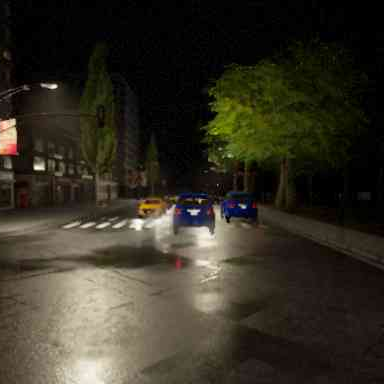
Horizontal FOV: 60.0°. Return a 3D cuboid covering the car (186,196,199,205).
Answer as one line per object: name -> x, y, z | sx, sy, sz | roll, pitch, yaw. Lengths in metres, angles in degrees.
car -> 0.110, 1.287, 52.460 | 1.895, 1.301, 4.718 | 0, 0, 0

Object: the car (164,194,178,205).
car -> -3.265, 1.162, 53.042 | 1.882, 1.535, 5.008 | 0, 0, 0

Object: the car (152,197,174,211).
car -> -3.314, 1.302, 38.790 | 2.033, 1.411, 5.357 | 0, 0, 0

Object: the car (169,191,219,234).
car -> 0.105, 1.101, 18.624 | 2.150, 2.045, 5.566 | 0, 0, 0

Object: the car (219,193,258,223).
car -> 3.355, 1.065, 24.283 | 2.150, 2.045, 5.566 | 0, 0, 0

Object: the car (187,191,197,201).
car -> 0.014, 0.848, 69.336 | 2.150, 2.045, 5.566 | 0, 0, 0

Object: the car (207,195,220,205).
car -> 3.360, 1.190, 52.742 | 1.837, 1.490, 4.892 | 0, 0, 0

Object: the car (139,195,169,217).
car -> -3.320, 1.292, 28.895 | 1.882, 1.535, 5.008 | 0, 0, 2
